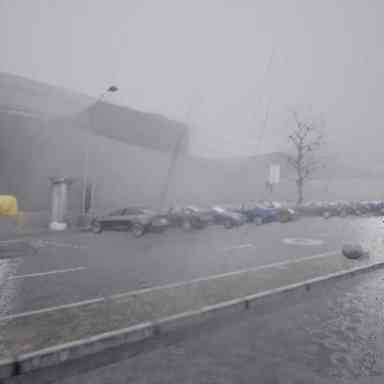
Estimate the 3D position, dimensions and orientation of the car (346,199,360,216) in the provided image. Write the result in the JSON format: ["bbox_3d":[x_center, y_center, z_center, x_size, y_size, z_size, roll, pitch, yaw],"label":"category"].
[{"bbox_3d":[12.694,1.545,31.076,4.892,1.521,2.231,0,0,29],"label":"car"}]

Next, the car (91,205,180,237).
[{"bbox_3d":[-3.364,1.531,18.038,4.792,1.488,2.163,-1,-1,33],"label":"car"}]

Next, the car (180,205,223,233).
[{"bbox_3d":[-0.990,1.504,19.818,4.892,1.521,2.231,-1,0,33],"label":"car"}]

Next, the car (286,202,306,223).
[{"bbox_3d":[5.900,1.394,25.376,4.553,1.767,2.185,-1,-1,31],"label":"car"}]

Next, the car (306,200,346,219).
[{"bbox_3d":[10.456,1.536,29.145,4.892,1.521,2.231,0,0,30],"label":"car"}]

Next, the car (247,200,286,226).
[{"bbox_3d":[3.641,1.512,23.487,5.008,1.535,2.097,-1,0,32],"label":"car"}]

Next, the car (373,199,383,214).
[{"bbox_3d":[19.305,1.585,36.993,5.008,1.535,2.097,0,-1,28],"label":"car"}]

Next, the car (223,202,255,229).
[{"bbox_3d":[1.332,1.548,21.652,4.674,1.452,2.002,-1,-1,32],"label":"car"}]

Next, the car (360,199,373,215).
[{"bbox_3d":[14.918,1.557,33.028,4.892,1.521,2.231,0,0,29],"label":"car"}]
